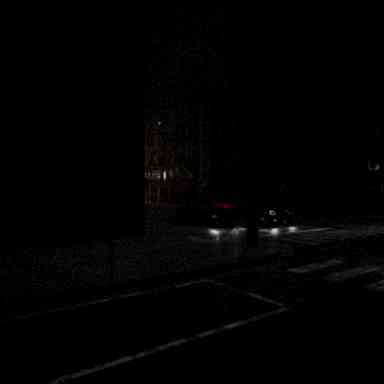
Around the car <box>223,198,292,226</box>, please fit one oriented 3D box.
[{"bbox_3d":[4.676,1.349,23.204,2.097,1.767,4.553,0,0,-36],"label":"car"}]

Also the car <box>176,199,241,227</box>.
[{"bbox_3d":[0.785,1.475,23.041,1.882,1.535,5.008,0,0,-36],"label":"car"}]
